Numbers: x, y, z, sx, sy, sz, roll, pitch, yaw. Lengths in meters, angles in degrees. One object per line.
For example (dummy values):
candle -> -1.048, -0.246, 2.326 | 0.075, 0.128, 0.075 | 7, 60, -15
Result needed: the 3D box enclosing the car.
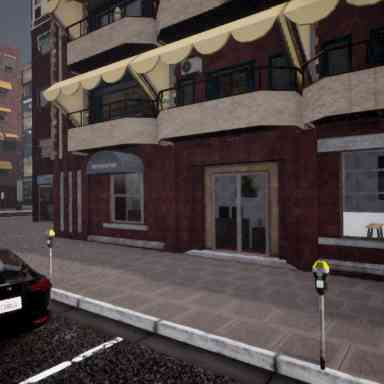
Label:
car -> -4.164, 1.567, 5.706 | 4.313, 1.339, 1.947 | 0, -1, 36
